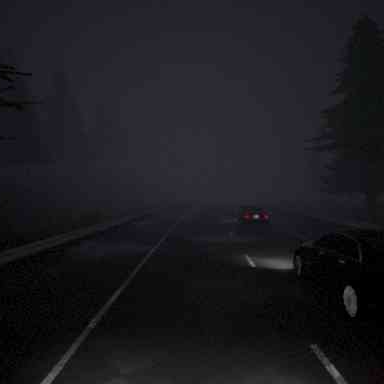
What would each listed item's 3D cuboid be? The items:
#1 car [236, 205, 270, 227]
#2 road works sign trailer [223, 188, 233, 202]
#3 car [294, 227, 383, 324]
[{"bbox_3d":[4.231,1.614,23.568,2.033,1.411,5.357,0,0,3],"label":"car"},{"bbox_3d":[9.224,0.698,85.225,2.380,3.560,2.880,0,0,14],"label":"road works sign trailer"},{"bbox_3d":[3.671,1.527,7.167,1.837,1.490,4.892,0,0,0],"label":"car"}]
